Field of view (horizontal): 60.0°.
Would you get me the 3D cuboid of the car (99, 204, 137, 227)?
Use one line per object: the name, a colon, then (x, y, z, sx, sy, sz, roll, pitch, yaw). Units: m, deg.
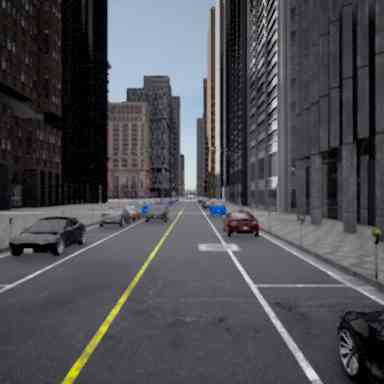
car: (-5.754, 1.828, 25.173, 2.008, 1.369, 4.403, 0, -1, 0)

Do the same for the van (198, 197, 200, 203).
van: (2.791, 2.111, 70.299, 1.690, 1.788, 3.998, 0, -1, 0)

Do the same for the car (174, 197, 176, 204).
car: (-5.728, 2.436, 81.578, 1.887, 1.381, 4.507, 0, -1, 0)

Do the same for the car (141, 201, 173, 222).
car: (-2.987, 1.836, 29.398, 1.837, 1.490, 4.892, 0, -1, 0)

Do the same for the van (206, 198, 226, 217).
van: (2.776, 1.742, 36.457, 1.690, 1.788, 3.998, 0, -1, 0)

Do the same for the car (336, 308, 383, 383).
car: (2.760, 1.596, 2.612, 1.947, 1.339, 4.313, 0, -1, 0)

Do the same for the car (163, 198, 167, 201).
car: (-5.742, 1.900, 53.378, 2.192, 1.841, 5.009, 0, -1, 0)

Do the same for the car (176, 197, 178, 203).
car: (-5.723, 2.579, 92.859, 1.947, 1.339, 4.313, 0, -1, 0)

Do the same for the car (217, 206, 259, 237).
car: (2.768, 1.761, 19.533, 1.887, 1.381, 4.507, 0, -1, 0)

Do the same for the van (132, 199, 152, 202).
van: (-5.750, 1.741, 36.456, 1.690, 1.788, 3.998, 0, -1, 0)

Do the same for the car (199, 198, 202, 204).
car: (2.789, 2.274, 64.656, 1.947, 1.339, 4.313, 0, -1, 0)

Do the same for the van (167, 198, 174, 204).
van: (-5.731, 2.171, 75.940, 1.690, 1.788, 3.998, 0, -1, 0)

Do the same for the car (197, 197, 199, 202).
car: (2.803, 2.558, 92.858, 1.887, 1.381, 4.507, 0, -1, 0)

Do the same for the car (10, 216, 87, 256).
car: (-5.759, 1.719, 13.892, 1.947, 1.339, 4.313, 0, -1, 0)

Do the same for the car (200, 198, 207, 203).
car: (2.787, 2.229, 59.015, 1.802, 1.307, 4.206, 0, -1, 0)

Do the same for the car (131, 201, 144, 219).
car: (-5.752, 1.862, 30.644, 1.752, 1.417, 4.829, 0, -1, 0)

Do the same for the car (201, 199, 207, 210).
car: (2.784, 2.168, 53.375, 1.802, 1.307, 4.206, 0, -1, 0)

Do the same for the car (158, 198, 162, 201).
car: (-5.744, 1.964, 47.736, 1.967, 1.590, 4.097, 0, -1, 0)

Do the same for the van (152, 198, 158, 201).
van: (-5.747, 1.803, 42.096, 1.690, 1.788, 3.998, 0, -1, 0)
